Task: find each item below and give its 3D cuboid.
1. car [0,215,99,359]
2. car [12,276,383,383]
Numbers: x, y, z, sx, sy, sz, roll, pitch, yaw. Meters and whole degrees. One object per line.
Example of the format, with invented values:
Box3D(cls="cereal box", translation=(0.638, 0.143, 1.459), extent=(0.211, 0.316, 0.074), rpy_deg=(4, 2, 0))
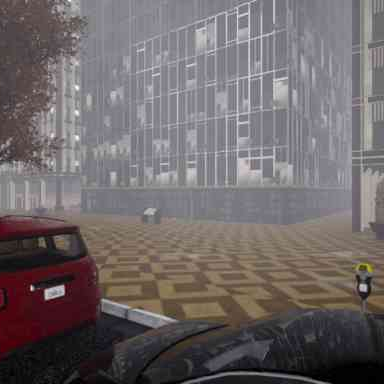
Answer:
Box3D(cls="car", translation=(-3.627, 1.315, 5.473), extent=(5.009, 1.841, 2.192), rpy_deg=(0, 0, 36))
Box3D(cls="car", translation=(0.865, 1.566, 2.260), extent=(4.313, 1.339, 1.947), rpy_deg=(0, 0, 36))
